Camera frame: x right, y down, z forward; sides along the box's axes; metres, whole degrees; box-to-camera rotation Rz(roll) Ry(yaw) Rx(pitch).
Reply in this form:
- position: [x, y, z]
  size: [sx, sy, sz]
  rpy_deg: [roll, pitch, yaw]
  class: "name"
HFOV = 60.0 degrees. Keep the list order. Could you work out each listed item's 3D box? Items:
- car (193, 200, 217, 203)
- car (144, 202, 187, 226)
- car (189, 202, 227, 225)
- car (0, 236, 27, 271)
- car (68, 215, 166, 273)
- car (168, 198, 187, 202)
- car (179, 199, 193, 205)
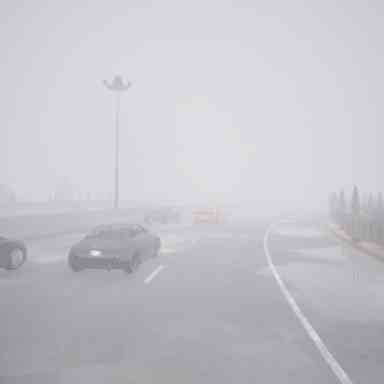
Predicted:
- position: [2.756, 2.112, 54.160]
  size: [2.097, 1.767, 4.553]
  rpy_deg: [0, -1, 34]
  class: "car"
- position: [-2.297, 1.868, 27.305]
  size: [1.837, 1.490, 4.892]
  rpy_deg: [0, -1, 17]
  class: "car"
- position: [1.598, 1.872, 27.888]
  size: [1.882, 1.535, 5.008]
  rpy_deg: [0, -1, 19]
  class: "car"
- position: [-6.305, 1.588, 8.622]
  size: [1.837, 1.490, 4.892]
  rpy_deg: [0, -1, 6]
  class: "car"
- position: [-2.410, 1.707, 11.267]
  size: [1.994, 1.385, 4.181]
  rpy_deg: [0, -1, 8]
  class: "car"
- position: [-2.696, 2.009, 58.627]
  size: [2.150, 2.045, 5.566]
  rpy_deg: [0, -1, 34]
  class: "car"
- position: [0.133, 2.342, 56.565]
  size: [1.994, 1.385, 4.181]
  rpy_deg: [0, -1, 34]
  class: "car"
